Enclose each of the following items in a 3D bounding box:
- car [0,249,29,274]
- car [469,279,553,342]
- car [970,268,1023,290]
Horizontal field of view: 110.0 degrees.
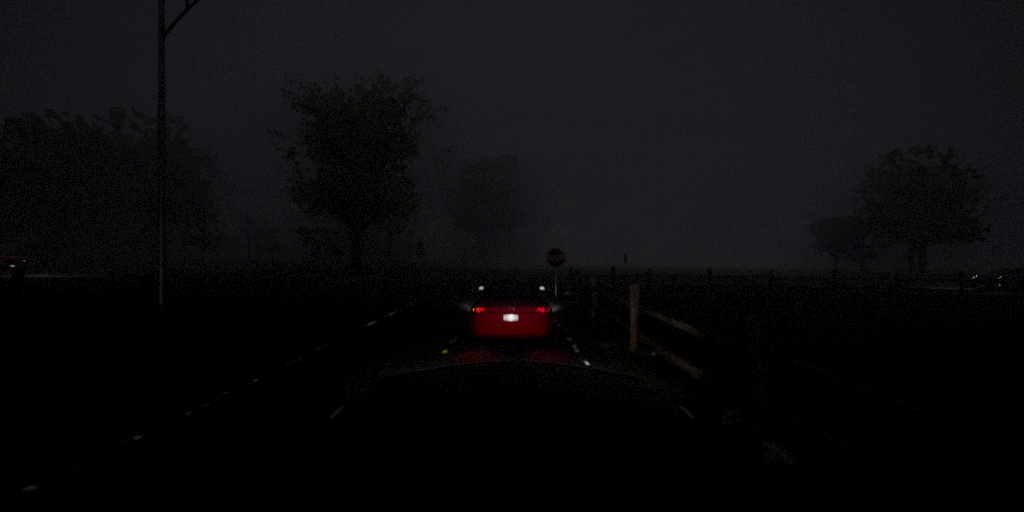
[{"bbox_3d":[-40.089,0.340,26.964,5.566,2.045,2.150,1,0,2],"label":"car"},{"bbox_3d":[-0.012,1.304,9.788,1.994,1.385,4.181,0,0,0],"label":"car"},{"bbox_3d":[37.570,1.645,26.799,4.553,1.767,2.097,1,0,2],"label":"car"}]
